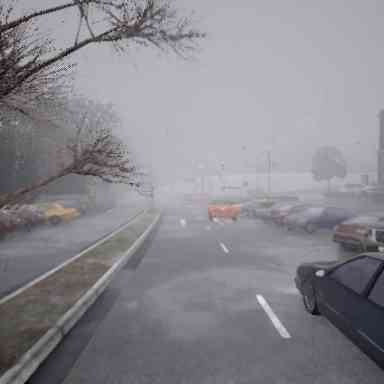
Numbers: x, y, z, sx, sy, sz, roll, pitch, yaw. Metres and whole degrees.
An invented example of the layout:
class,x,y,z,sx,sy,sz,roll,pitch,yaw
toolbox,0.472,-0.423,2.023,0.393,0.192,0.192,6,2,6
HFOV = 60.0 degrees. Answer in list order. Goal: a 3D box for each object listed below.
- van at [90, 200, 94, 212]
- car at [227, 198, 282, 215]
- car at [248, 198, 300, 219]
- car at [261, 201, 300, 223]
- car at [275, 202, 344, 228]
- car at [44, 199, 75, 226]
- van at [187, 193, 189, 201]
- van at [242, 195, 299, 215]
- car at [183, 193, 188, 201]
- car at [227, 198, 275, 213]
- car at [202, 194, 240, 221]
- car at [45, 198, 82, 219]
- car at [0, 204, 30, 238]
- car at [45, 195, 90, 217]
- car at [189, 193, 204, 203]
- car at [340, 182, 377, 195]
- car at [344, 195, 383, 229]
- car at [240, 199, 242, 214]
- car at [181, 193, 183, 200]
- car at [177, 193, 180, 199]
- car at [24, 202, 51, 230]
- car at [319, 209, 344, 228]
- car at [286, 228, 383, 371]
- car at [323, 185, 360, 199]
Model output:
class,x,y,z,sx,sy,sz,roll,pitch,yaw
van,-11.505,1.274,31.226,4.442,1.987,1.878,-1,0,-24
car,6.392,1.445,33.852,5.366,1.575,1.946,1,0,-24
car,7.112,1.459,24.884,4.892,1.521,2.231,1,0,-23
car,7.244,1.500,21.868,4.674,1.452,2.002,1,0,-23
car,7.379,1.503,18.847,4.674,1.452,2.002,1,0,-22
car,-10.922,1.497,22.385,5.366,1.575,1.946,-1,0,-23
van,1.848,1.397,77.482,4.442,1.987,1.878,0,0,-29
van,6.839,1.228,27.851,4.442,1.987,1.878,1,0,-24
car,1.456,1.366,80.495,5.566,2.045,2.435,1,0,-29
car,6.528,1.484,36.910,4.792,1.488,2.163,1,0,-25
car,2.256,1.334,27.359,2.097,1.767,4.553,0,0,-3
car,-11.415,1.502,25.193,5.366,1.575,1.946,-1,0,-23
car,-10.826,1.544,16.392,4.674,1.452,2.002,-1,0,-22
car,-11.387,1.376,28.234,4.553,1.767,2.185,-1,0,-23
car,2.370,1.504,74.551,4.553,1.767,2.185,0,0,-29
car,24.443,-0.414,49.143,2.435,2.045,5.566,-7,4,-29
car,7.630,1.218,9.773,5.566,2.045,2.435,1,0,-22
car,6.792,1.327,30.926,4.553,1.767,2.185,1,0,-24
car,1.021,1.360,83.501,5.566,2.045,2.435,0,0,-29
car,-0.454,1.342,92.393,5.566,2.045,2.435,0,0,-30
car,-10.948,1.544,19.350,4.674,1.452,2.002,-1,0,-22
car,7.574,1.507,12.812,4.674,1.452,2.002,1,0,-22
car,3.052,1.543,4.448,2.033,1.411,5.357,0,0,-1
car,21.483,0.166,48.703,2.002,1.452,4.674,-7,4,-29
